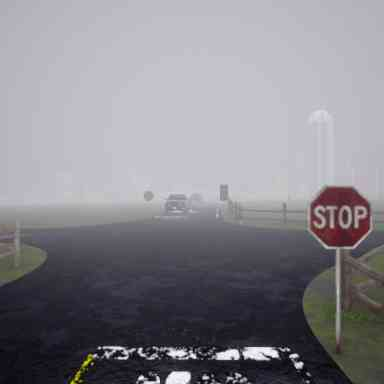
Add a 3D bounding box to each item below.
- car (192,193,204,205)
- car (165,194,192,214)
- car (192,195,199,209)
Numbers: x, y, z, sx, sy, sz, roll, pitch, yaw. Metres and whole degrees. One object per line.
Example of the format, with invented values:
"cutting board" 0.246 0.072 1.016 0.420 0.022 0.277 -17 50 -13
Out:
"car" 0.911 1.220 60.490 2.150 2.045 5.566 0 0 6
"car" -1.516 1.228 35.497 2.150 2.045 5.566 0 0 4
"car" -0.649 1.496 45.840 2.128 1.511 4.902 0 0 6
